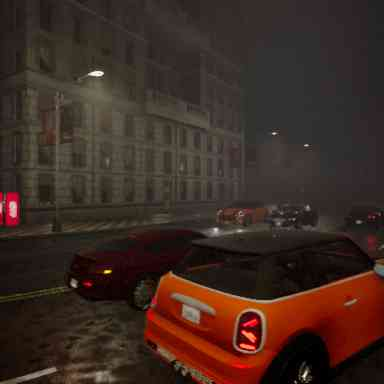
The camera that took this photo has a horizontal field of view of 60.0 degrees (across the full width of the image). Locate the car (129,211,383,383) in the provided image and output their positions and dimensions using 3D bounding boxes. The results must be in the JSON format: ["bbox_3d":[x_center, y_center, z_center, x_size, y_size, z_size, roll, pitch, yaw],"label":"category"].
[{"bbox_3d":[1.637,1.350,4.979,4.553,1.767,2.097,0,0,-39],"label":"car"}]

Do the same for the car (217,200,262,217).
[{"bbox_3d":[3.507,1.349,22.528,2.097,1.767,4.553,0,0,36],"label":"car"}]

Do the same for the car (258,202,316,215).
[{"bbox_3d":[6.241,1.485,20.344,2.128,1.511,4.902,0,0,36],"label":"car"}]

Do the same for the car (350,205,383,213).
[{"bbox_3d":[10.789,1.516,20.564,1.812,1.442,4.674,0,0,37],"label":"car"}]

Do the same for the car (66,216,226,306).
[{"bbox_3d":[-0.452,1.520,7.705,4.674,1.442,1.812,0,0,-40],"label":"car"}]

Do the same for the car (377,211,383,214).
[{"bbox_3d":[8.335,1.488,11.824,2.128,1.511,4.902,0,0,40],"label":"car"}]
